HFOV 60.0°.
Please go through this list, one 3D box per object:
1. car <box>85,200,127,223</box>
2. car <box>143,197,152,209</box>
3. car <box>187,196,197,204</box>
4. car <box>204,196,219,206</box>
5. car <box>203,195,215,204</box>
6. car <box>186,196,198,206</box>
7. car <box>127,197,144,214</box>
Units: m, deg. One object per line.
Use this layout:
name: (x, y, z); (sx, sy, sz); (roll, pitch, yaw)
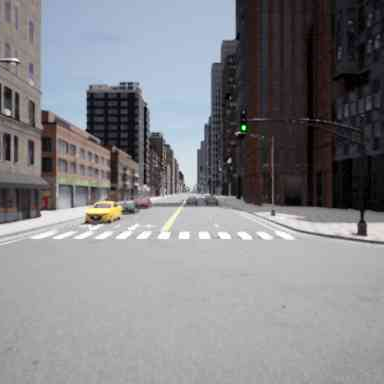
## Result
car: (-6.596, 1.457, 25.262); (1.882, 1.535, 5.008); (0, 0, 0)
car: (-6.560, 1.439, 44.934); (1.882, 1.535, 5.008); (0, 0, 0)
car: (0.005, 1.497, 65.208); (1.994, 1.385, 4.181); (0, 0, 0)
car: (3.254, 1.441, 54.048); (2.128, 1.511, 4.902); (0, 0, 0)
car: (3.255, 1.426, 64.468); (2.128, 1.511, 4.902); (0, 0, 0)
car: (0.028, 1.440, 54.894); (2.128, 1.511, 4.902); (0, 0, 0)
car: (-6.581, 1.536, 34.512); (1.994, 1.385, 4.181); (0, 0, 1)
